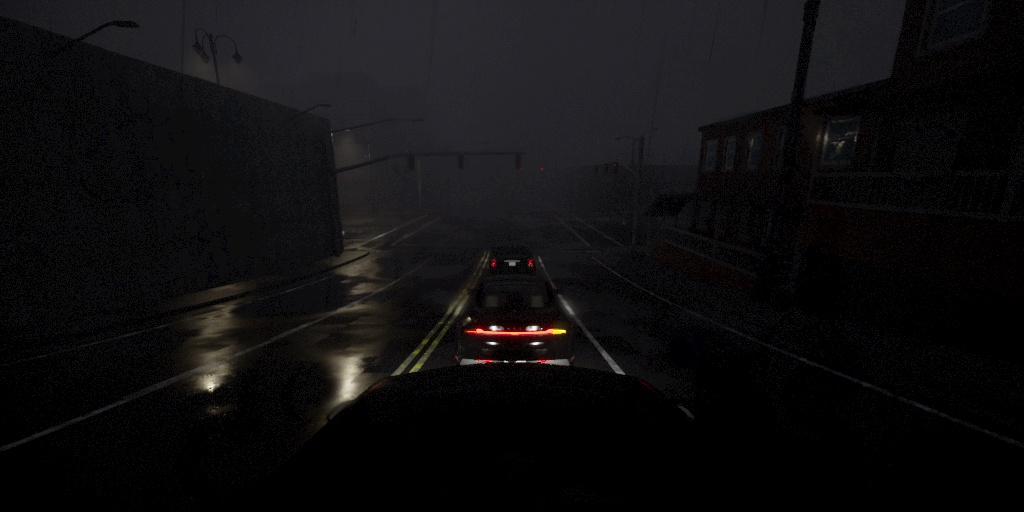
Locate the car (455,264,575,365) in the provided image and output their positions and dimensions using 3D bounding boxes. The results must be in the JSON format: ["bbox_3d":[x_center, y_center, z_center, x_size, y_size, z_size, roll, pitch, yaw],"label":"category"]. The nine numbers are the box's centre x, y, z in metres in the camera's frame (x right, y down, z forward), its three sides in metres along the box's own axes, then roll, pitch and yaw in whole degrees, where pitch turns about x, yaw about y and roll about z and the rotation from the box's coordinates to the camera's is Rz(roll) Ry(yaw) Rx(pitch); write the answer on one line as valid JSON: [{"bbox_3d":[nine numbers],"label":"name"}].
[{"bbox_3d":[0.054,1.124,7.189,1.837,1.490,4.892,0,2,0],"label":"car"}]

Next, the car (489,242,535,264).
[{"bbox_3d":[0.020,0.092,17.440,2.097,1.767,4.553,0,7,0],"label":"car"}]

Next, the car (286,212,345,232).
[{"bbox_3d":[-19.485,-3.397,35.724,4.553,1.767,2.097,0,12,0],"label":"car"}]

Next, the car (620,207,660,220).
[{"bbox_3d":[16.455,-5.527,46.051,5.008,1.535,1.882,0,12,0],"label":"car"}]
